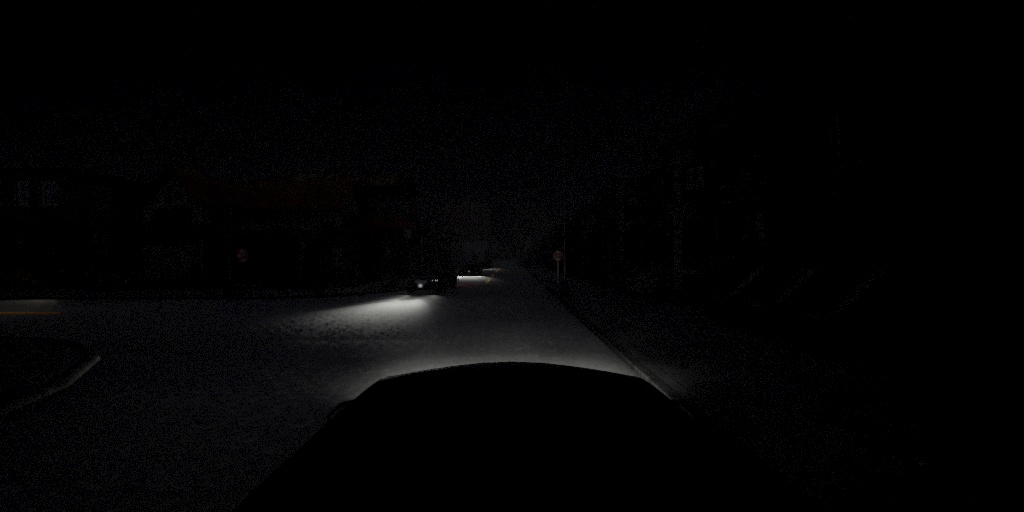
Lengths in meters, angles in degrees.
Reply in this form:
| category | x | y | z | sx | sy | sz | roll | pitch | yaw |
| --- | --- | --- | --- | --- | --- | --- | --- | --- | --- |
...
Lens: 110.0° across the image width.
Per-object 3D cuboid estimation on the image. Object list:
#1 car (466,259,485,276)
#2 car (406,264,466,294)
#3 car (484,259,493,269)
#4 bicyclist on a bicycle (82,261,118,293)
| category | x | y | z | sx | sy | sz | roll | pitch | yaw |
| --- | --- | --- | --- | --- | --- | --- | --- | --- | --- |
| car | -4.151 | 1.315 | 36.603 | 1.994 | 1.385 | 4.181 | 0 | 0 | 0 |
| car | -4.400 | 1.242 | 20.523 | 2.128 | 1.511 | 4.902 | 0 | 0 | 5 |
| car | -4.118 | 1.227 | 56.882 | 1.882 | 1.535 | 5.008 | 0 | 0 | 0 |
| bicyclist on a bicycle | -21.605 | 1.099 | 18.841 | 0.582 | 1.620 | 1.656 | 0 | 0 | 0 |
